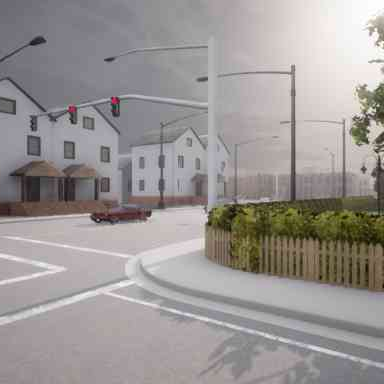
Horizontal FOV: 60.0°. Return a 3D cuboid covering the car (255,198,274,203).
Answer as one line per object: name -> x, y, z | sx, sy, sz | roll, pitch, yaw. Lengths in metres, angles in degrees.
car -> 10.274, 1.526, 46.630 | 1.812, 1.442, 4.674 | 0, 0, 35

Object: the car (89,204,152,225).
car -> -5.128, 1.601, 24.387 | 1.895, 1.301, 4.718 | 0, 0, 35

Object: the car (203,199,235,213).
car -> 3.040, 1.507, 36.208 | 1.837, 1.490, 4.892 | 0, -1, 35
